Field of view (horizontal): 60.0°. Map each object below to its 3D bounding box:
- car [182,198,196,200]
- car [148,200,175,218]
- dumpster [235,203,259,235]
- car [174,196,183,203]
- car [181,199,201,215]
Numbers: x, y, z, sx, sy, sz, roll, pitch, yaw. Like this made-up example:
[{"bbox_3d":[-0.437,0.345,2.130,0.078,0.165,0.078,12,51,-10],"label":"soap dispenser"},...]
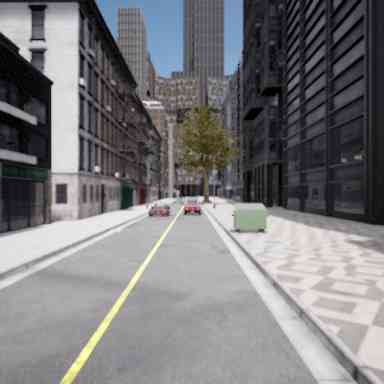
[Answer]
[{"bbox_3d":[0.059,1.710,50.278,2.128,1.511,4.902,0,0,1],"label":"car"},{"bbox_3d":[-3.081,1.715,32.493,1.994,1.385,4.181,0,0,0],"label":"car"},{"bbox_3d":[3.144,1.491,19.235,1.020,1.700,1.940,0,0,0],"label":"dumpster"},{"bbox_3d":[-2.972,1.721,73.939,1.812,1.442,4.674,0,0,0],"label":"car"},{"bbox_3d":[0.067,1.768,36.530,1.895,1.301,4.718,0,0,0],"label":"car"}]
